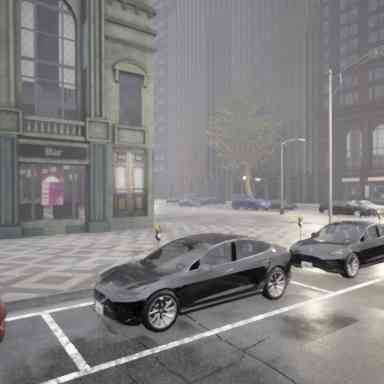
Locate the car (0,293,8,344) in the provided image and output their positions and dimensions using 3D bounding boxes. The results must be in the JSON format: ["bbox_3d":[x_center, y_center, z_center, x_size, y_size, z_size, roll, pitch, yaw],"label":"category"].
[{"bbox_3d":[-4.365,1.582,3.536,4.206,1.307,1.802,0,0,-35],"label":"car"}]

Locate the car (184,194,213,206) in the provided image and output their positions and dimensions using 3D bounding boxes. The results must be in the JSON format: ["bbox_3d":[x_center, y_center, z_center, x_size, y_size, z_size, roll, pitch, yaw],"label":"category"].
[{"bbox_3d":[0.516,1.355,56.954,2.150,2.045,5.566,0,0,-35],"label":"car"}]

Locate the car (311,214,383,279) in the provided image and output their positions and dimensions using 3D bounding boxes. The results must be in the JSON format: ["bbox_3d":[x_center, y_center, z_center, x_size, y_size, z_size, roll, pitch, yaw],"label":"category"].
[{"bbox_3d":[4.815,1.565,10.080,4.313,1.339,1.947,0,0,-35],"label":"car"}]

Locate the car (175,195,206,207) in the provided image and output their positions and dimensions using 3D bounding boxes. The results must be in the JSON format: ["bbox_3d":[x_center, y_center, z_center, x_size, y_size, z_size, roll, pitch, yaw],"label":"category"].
[{"bbox_3d":[-0.333,1.664,52.530,1.812,1.442,4.674,0,0,-35],"label":"car"}]

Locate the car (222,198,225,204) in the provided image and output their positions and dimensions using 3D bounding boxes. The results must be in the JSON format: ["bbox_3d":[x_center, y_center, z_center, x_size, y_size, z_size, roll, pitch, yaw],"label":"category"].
[{"bbox_3d":[4.196,1.585,63.121,1.882,1.535,5.008,0,0,-35],"label":"car"}]

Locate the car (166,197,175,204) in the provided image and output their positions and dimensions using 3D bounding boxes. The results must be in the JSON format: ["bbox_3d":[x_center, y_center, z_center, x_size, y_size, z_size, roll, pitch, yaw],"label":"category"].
[{"bbox_3d":[-3.568,1.676,68.336,1.812,1.442,4.674,0,0,-36],"label":"car"}]

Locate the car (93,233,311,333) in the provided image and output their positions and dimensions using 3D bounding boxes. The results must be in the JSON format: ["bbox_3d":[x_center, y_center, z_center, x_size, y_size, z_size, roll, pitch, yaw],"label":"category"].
[{"bbox_3d":[0.225,1.565,6.808,4.313,1.339,1.947,0,0,-35],"label":"car"}]

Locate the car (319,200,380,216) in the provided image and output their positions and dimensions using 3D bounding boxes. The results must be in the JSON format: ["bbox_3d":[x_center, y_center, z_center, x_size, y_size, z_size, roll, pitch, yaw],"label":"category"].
[{"bbox_3d":[14.593,1.544,31.628,1.882,1.535,5.008,0,0,-37],"label":"car"}]

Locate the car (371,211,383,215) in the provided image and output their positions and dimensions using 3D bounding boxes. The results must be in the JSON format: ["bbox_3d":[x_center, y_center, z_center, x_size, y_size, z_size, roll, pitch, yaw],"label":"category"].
[{"bbox_3d":[9.405,1.550,13.352,4.403,1.369,2.008,0,0,-35],"label":"car"}]

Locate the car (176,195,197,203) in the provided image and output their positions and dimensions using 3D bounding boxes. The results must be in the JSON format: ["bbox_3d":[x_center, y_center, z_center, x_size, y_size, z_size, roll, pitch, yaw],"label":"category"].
[{"bbox_3d":[-1.169,1.463,70.566,1.882,1.535,5.008,0,0,-36],"label":"car"}]

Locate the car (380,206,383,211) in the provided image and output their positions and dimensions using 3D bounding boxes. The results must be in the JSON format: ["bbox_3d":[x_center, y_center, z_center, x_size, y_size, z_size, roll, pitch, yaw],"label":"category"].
[{"bbox_3d":[17.237,1.576,33.523,1.812,1.442,4.674,0,0,-33],"label":"car"}]

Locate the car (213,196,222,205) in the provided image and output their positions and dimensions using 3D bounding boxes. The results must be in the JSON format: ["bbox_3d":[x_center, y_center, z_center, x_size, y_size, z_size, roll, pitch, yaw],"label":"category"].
[{"bbox_3d":[2.548,1.596,59.855,1.882,1.535,5.008,0,0,-35],"label":"car"}]

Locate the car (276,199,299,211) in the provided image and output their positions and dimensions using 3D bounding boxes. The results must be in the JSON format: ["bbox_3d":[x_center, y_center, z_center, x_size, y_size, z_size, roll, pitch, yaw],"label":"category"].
[{"bbox_3d":[10.865,1.628,42.430,2.033,1.411,5.357,0,0,-35],"label":"car"}]

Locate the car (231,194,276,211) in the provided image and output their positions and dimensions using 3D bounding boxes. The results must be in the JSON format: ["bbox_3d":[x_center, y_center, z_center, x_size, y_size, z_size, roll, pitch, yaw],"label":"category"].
[{"bbox_3d":[7.327,1.319,41.782,2.150,2.045,5.566,0,0,-36],"label":"car"}]
